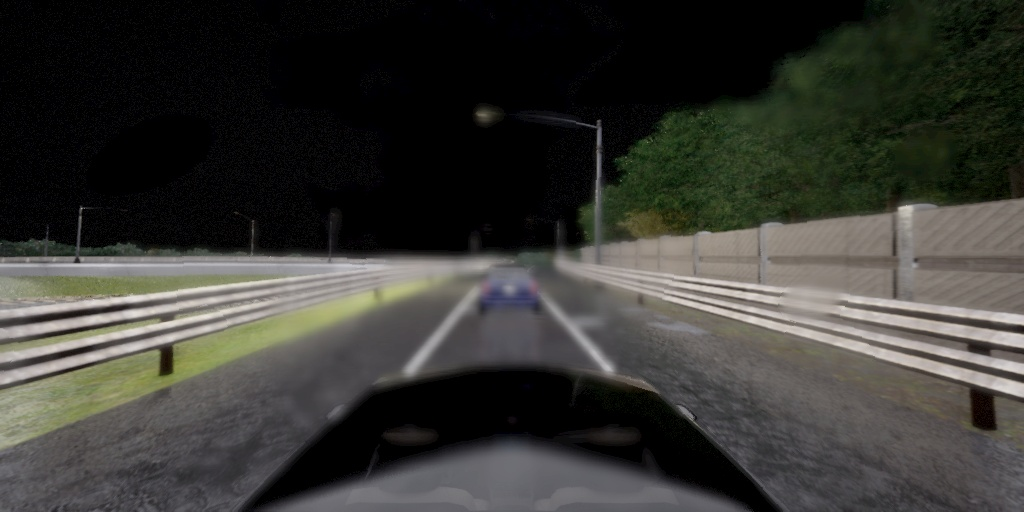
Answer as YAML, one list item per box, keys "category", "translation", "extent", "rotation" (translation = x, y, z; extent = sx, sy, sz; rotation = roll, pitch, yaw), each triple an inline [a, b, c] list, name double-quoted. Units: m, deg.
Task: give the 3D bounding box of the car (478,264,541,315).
- category: "car"
  translation: [-0.088, 1.092, 13.725]
  extent: [2.097, 1.767, 4.553]
  rotation: [0, 0, -1]
